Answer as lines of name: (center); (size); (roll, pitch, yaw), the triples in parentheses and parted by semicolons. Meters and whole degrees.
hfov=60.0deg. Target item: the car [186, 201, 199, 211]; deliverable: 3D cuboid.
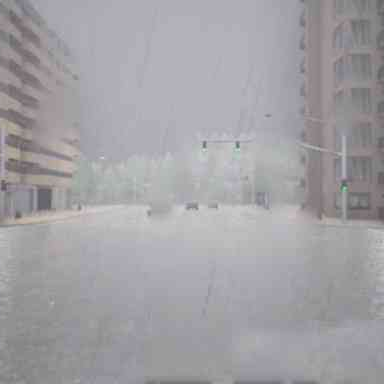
car: (0.055, 2.153, 52.788); (1.837, 1.490, 4.892); (0, -1, 0)

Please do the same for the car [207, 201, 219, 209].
car: (3.704, 2.272, 59.067); (2.033, 1.411, 5.357); (0, -1, 4)

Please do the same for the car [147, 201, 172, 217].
car: (-3.624, 1.802, 36.569); (2.097, 1.767, 4.553); (0, -1, 0)
